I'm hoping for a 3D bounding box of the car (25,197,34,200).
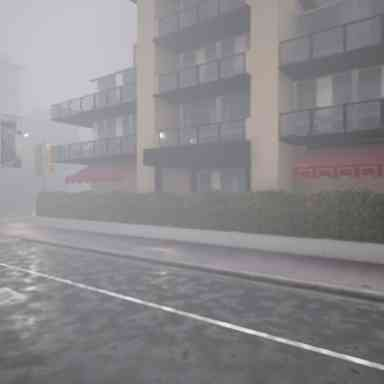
[{"bbox_3d":[-38.372,1.568,74.779,4.892,1.521,2.231,0,0,36],"label":"car"}]
